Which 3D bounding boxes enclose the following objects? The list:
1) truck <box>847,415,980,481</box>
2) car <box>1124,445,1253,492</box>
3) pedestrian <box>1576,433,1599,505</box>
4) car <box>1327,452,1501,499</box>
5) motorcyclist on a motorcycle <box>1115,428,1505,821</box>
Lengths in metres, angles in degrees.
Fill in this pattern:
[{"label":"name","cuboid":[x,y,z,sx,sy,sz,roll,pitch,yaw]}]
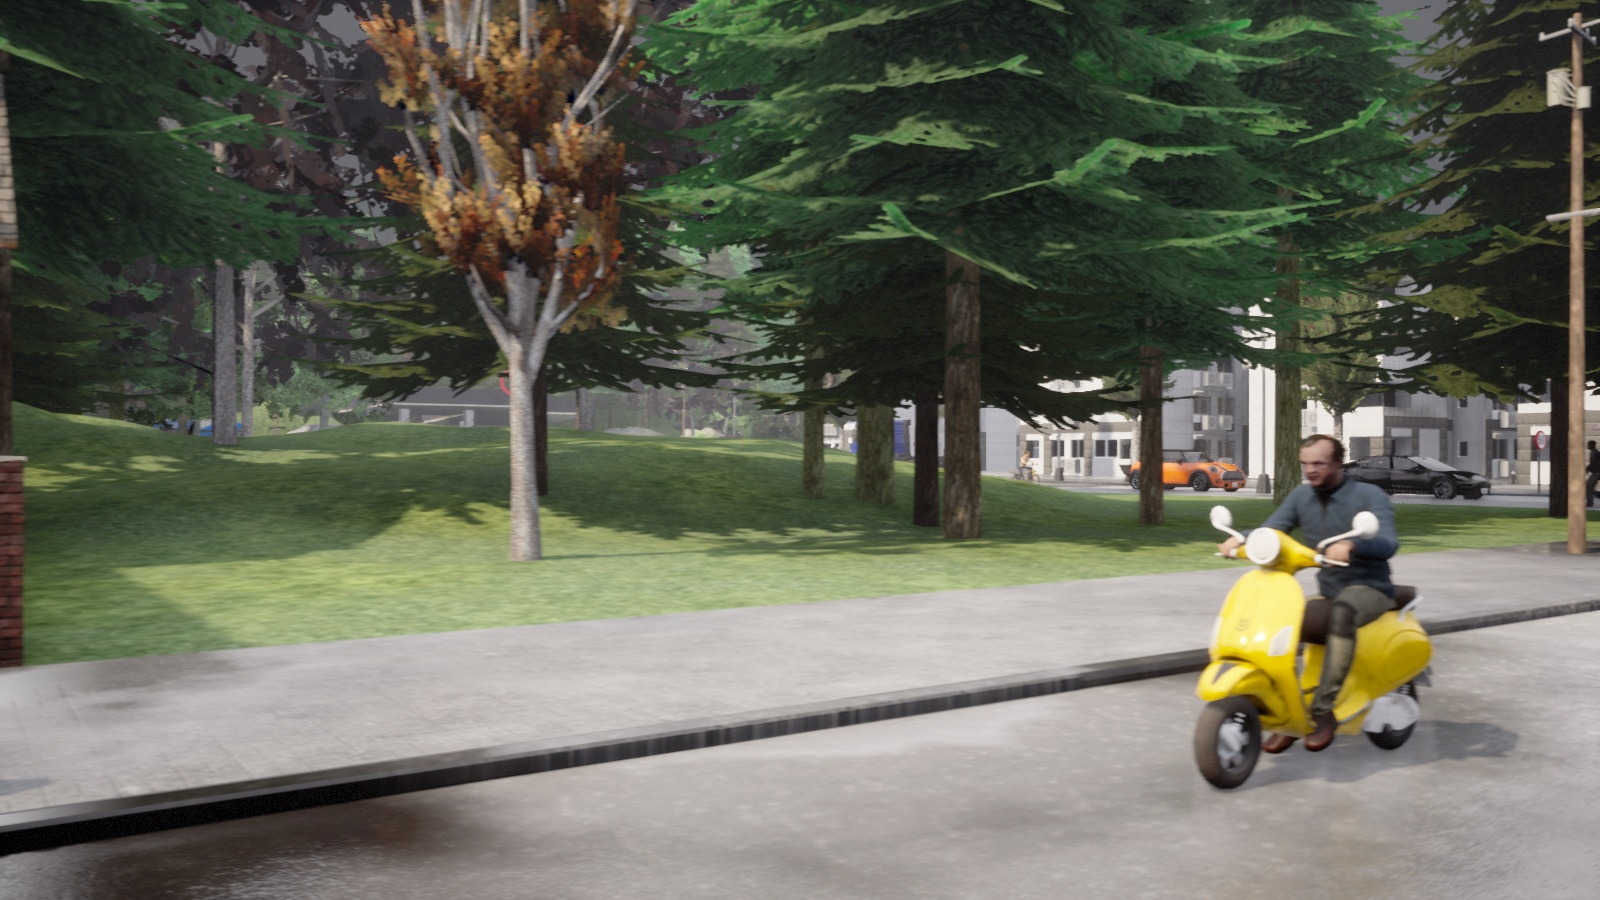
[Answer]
[{"label":"truck","cuboid":[6.172,-0.079,69.681,2.891,3.462,7.936,0,0,-35]},{"label":"car","cuboid":[15.259,0.692,49.540,2.097,1.767,4.553,0,0,-34]},{"label":"pedestrian","cuboid":[20.622,0.491,32.615,0.431,1.840,0.703,0,0,-41]},{"label":"car","cuboid":[20.461,0.805,42.069,2.163,1.488,4.792,0,0,-34]},{"label":"motorcyclist on a motorcycle","cuboid":[2.448,0.708,5.965,1.817,1.590,0.866,0,0,-35]}]
